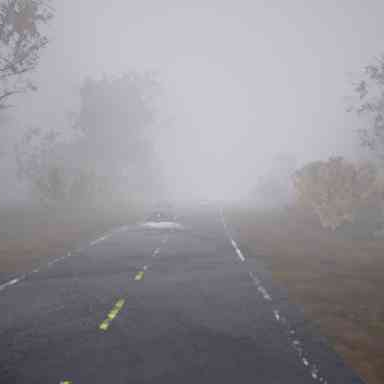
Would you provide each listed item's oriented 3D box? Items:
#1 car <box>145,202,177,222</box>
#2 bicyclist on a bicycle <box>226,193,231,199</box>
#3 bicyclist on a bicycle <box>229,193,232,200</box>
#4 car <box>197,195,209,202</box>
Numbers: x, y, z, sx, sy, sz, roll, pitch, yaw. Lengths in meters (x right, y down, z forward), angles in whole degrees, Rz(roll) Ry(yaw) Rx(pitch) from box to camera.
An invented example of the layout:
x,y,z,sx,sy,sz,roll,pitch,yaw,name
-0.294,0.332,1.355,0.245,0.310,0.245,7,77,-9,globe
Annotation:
x,y,z,sx,sy,sz,roll,pitch,yaw,name
-2.241,1.458,25.266,1.994,1.385,4.181,0,0,4,car
8.197,1.076,77.752,0.659,1.776,1.843,0,0,11,bicyclist on a bicycle
9.945,1.047,86.531,0.659,1.776,1.843,0,0,12,bicyclist on a bicycle
2.276,1.297,65.936,1.994,1.385,4.181,0,0,9,car
